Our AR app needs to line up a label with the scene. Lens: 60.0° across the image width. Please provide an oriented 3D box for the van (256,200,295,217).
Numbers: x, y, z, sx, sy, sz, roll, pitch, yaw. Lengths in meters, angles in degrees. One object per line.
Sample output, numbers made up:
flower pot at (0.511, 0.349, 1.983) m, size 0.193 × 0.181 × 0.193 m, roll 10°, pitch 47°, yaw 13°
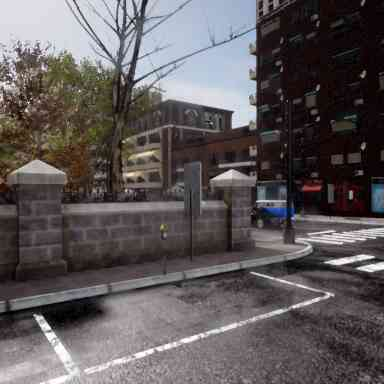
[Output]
van at (7.317, 1.643, 30.201) m, size 1.690 × 1.788 × 3.998 m, roll -1°, pitch 0°, yaw -36°

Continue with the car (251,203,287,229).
car at (4.497, 1.774, 24.237) m, size 1.837 × 1.490 × 4.892 m, roll 0°, pitch -1°, yaw -36°
